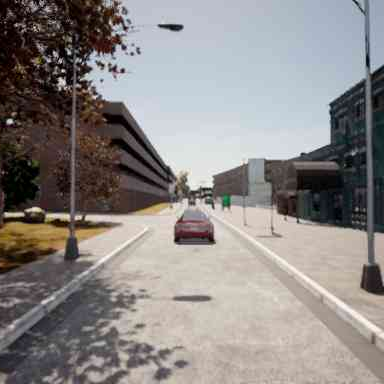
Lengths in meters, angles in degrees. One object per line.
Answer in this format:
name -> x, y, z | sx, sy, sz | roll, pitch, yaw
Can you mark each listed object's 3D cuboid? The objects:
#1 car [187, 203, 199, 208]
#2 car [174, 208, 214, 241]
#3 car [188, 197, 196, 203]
car -> 0.103, 2.150, 34.621 | 2.033, 1.411, 5.357 | 0, -2, 0
car -> 0.101, 1.723, 17.509 | 1.994, 1.385, 4.181 | 0, -1, 0
car -> 0.005, 2.593, 83.297 | 1.837, 1.490, 4.892 | 0, -1, 0
